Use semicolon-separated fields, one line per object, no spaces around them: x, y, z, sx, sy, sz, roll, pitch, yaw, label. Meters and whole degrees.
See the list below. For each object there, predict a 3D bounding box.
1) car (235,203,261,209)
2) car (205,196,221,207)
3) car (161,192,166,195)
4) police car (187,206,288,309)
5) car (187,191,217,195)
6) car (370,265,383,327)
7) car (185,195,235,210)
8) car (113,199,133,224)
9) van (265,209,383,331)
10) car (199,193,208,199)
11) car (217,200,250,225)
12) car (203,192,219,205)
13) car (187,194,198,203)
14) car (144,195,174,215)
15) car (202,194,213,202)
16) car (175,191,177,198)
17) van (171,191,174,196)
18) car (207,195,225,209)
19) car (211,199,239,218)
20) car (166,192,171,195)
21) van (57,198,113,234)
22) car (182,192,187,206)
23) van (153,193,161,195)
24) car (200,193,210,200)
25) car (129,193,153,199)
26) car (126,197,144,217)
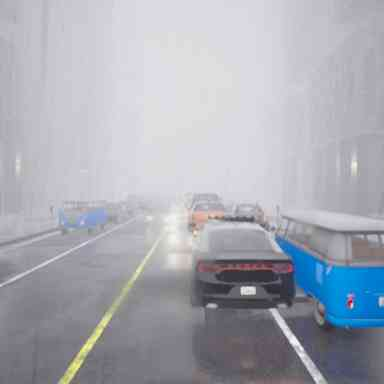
2.796;1.323;17.813;1.967;1.590;4.097;0;0;0;car
2.853;1.267;45.995;1.947;1.339;4.313;0;0;0;car
-5.661;1.105;51.638;1.967;1.590;4.097;0;0;0;car
0.916;1.372;7.970;1.930;1.638;5.238;0;0;0;police car
0.906;1.066;23.889;2.150;2.045;5.566;0;0;0;car
2.762;1.517;1.075;1.752;1.417;4.829;0;0;0;car
0.808;1.235;17.809;2.097;1.767;4.553;0;0;-1;car
-5.718;1.412;23.456;1.947;1.339;4.313;0;0;0;car
2.773;1.297;6.540;1.690;1.788;3.998;0;0;0;van
2.932;1.015;85.448;1.947;1.339;4.313;0;0;0;car
2.808;1.371;23.620;1.752;1.417;4.829;0;0;0;car
2.863;0.979;51.630;2.192;1.841;5.009;0;0;0;car
0.118;1.124;58.593;1.837;1.490;4.892;0;0;0;car
-3.031;1.321;31.396;1.812;1.442;4.674;0;0;0;car
2.887;1.158;62.904;1.947;1.339;4.313;0;0;0;car
-5.593;1.000;85.458;2.008;1.369;4.403;0;0;0;car
-5.616;0.861;74.184;1.690;1.788;3.998;0;0;0;van
2.841;1.177;40.357;1.967;1.590;4.097;0;0;0;car
2.819;1.361;29.086;2.008;1.369;4.403;0;0;0;car
-5.638;1.032;62.912;1.967;1.590;4.097;0;0;0;car
-5.730;1.224;17.818;1.690;1.788;3.998;0;0;0;van
0.126;0.928;44.652;2.150;2.045;5.566;0;0;1;car
-5.673;1.042;46.001;1.690;1.788;3.998;0;0;0;van
2.909;0.960;74.174;1.967;1.590;4.097;0;0;0;car
-5.696;1.089;34.727;2.192;1.841;5.009;0;0;0;car
-5.706;1.376;29.093;1.947;1.339;4.313;0;0;0;car
